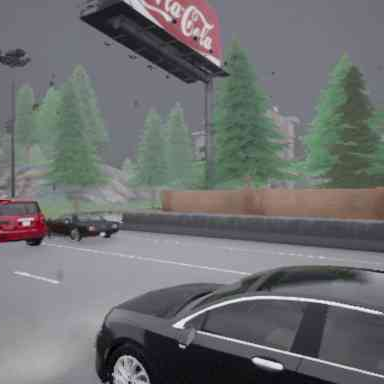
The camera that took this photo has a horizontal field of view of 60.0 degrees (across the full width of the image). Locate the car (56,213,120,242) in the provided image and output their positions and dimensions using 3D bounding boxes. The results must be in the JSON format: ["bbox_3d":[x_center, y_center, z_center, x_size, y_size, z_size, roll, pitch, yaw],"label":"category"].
[{"bbox_3d":[-5.835,1.694,16.914,4.718,1.301,1.895,-1,0,41],"label":"car"}]

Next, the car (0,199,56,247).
[{"bbox_3d":[-8.566,1.323,14.366,5.566,2.045,2.150,0,0,35],"label":"car"}]

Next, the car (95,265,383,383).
[{"bbox_3d":[1.114,1.510,3.195,4.892,1.490,1.837,0,0,35],"label":"car"}]
